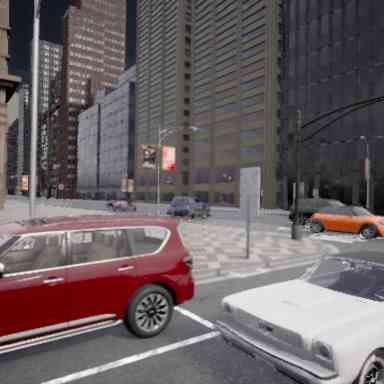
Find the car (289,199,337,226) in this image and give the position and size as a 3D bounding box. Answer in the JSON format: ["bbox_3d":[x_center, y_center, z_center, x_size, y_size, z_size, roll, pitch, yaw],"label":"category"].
[{"bbox_3d":[9.566,1.523,23.653,2.150,2.045,5.566,1,-1,-36],"label":"car"}]

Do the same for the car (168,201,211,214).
[{"bbox_3d":[-0.384,1.832,31.943,2.033,1.411,5.357,1,-1,-36],"label":"car"}]

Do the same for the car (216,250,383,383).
[{"bbox_3d":[2.668,1.665,5.044,4.718,1.301,1.895,1,-1,-34],"label":"car"}]

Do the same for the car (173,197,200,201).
[{"bbox_3d":[-0.258,1.585,37.364,2.150,2.045,5.566,1,-1,-36],"label":"car"}]

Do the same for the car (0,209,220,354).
[{"bbox_3d":[-2.252,1.328,5.150,5.009,1.841,2.192,1,0,-36],"label":"car"}]

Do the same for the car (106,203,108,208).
[{"bbox_3d":[-12.392,2.053,54.462,1.895,1.301,4.718,1,-1,-35],"label":"car"}]

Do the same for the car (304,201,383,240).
[{"bbox_3d":[9.067,1.574,18.749,2.097,1.767,4.553,1,-1,-36],"label":"car"}]

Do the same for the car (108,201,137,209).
[{"bbox_3d":[-8.939,1.869,43.927,1.812,1.442,4.674,1,-1,-35],"label":"car"}]
